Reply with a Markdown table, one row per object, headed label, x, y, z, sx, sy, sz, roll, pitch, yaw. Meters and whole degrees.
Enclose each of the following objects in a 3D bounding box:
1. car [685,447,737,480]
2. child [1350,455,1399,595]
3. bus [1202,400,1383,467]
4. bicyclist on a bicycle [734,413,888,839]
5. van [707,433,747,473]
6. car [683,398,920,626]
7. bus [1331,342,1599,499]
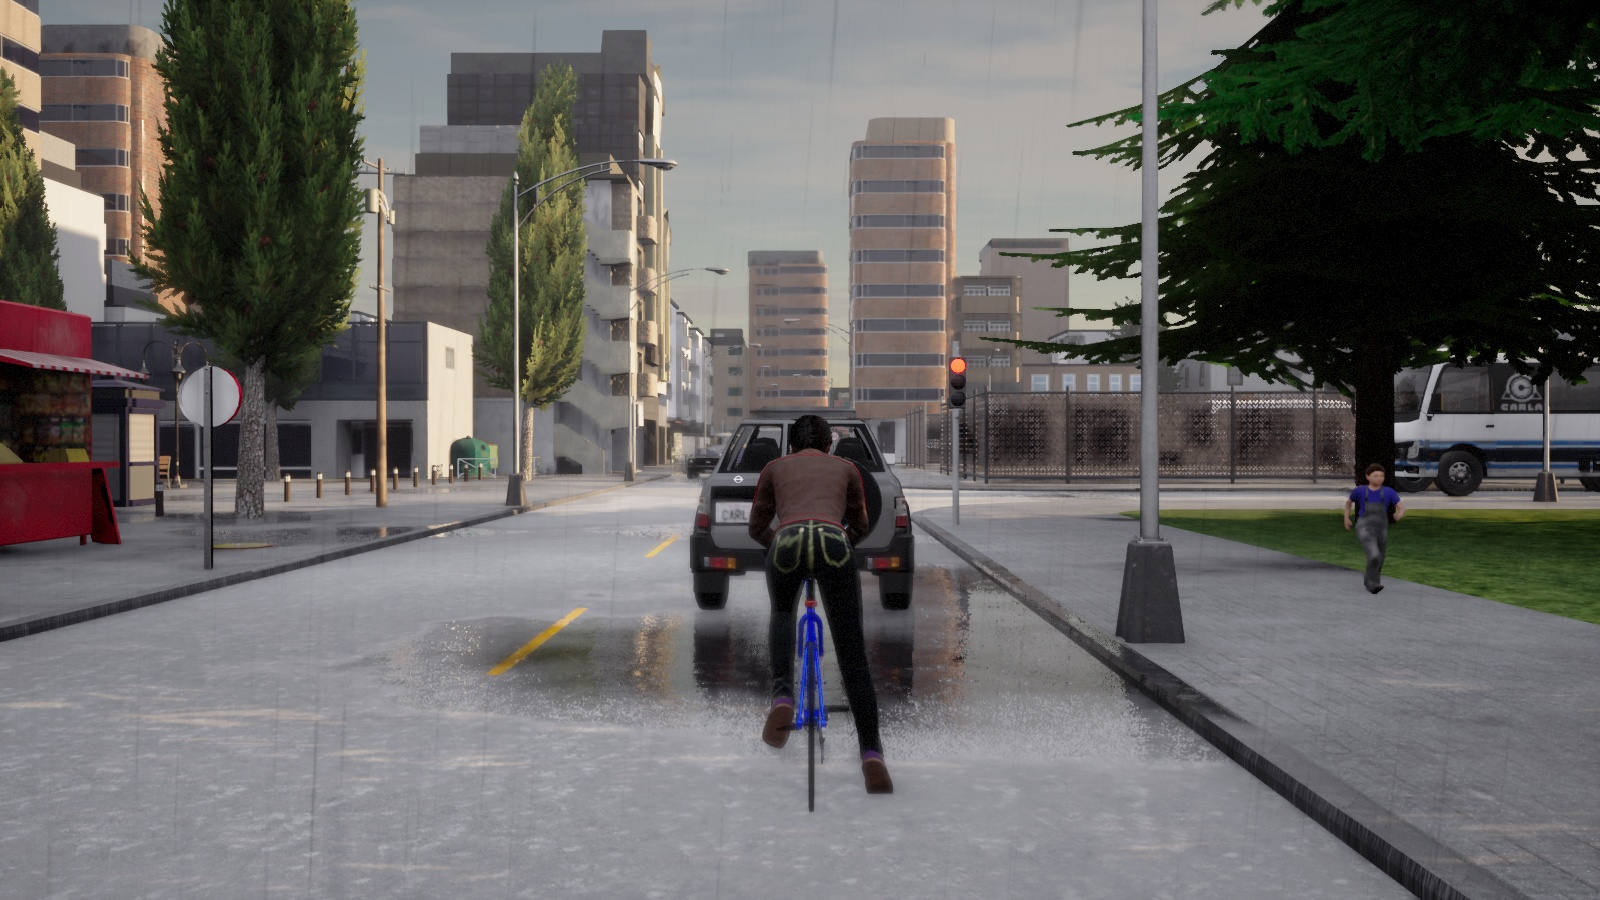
| label | x | y | z | sx | sy | sz | roll | pitch | yaw |
| --- | --- | --- | --- | --- | --- | --- | --- | --- | --- |
| car | -3.736 | 0.542 | 53.475 | 1.895 | 1.301 | 4.718 | 0 | 0 | 0 |
| child | 5.283 | 0.675 | 11.552 | 0.270 | 1.263 | 0.437 | 0 | 0 | 4 |
| bus | 31.817 | -1.065 | 81.548 | 10.273 | 4.253 | 3.944 | 0 | 0 | 4 |
| bicyclist on a bicycle | 0.048 | 0.668 | 5.601 | 0.582 | 1.620 | 1.656 | 0 | 0 | 0 |
| van | -3.689 | 0.136 | 63.913 | 1.775 | 1.987 | 4.442 | 0 | 0 | 0 |
| car | 0.062 | 0.493 | 12.525 | 1.932 | 1.855 | 4.605 | 0 | 0 | 1 |
| bus | 21.274 | -0.817 | 36.157 | 10.273 | 4.253 | 3.944 | 0 | 0 | 0 |
